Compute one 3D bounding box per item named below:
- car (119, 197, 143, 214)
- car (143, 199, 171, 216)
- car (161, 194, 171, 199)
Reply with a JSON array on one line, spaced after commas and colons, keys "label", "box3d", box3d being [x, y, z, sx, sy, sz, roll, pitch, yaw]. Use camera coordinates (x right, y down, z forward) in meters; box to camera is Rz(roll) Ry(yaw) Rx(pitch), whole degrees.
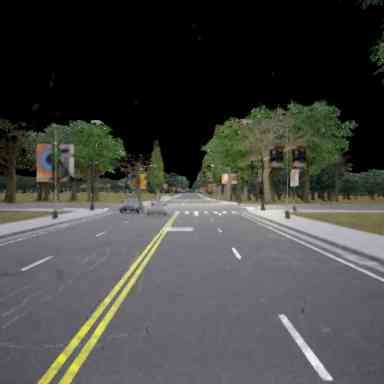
[{"label": "car", "box3d": [-6.476, 1.385, 36.071, 2.097, 1.767, 4.553, 0, 0, 0]}, {"label": "car", "box3d": [-3.269, 1.623, 32.431, 1.895, 1.301, 4.718, 0, 0, 1]}, {"label": "car", "box3d": [-6.494, 1.495, 83.455, 2.150, 2.045, 5.566, 0, -1, 0]}]
